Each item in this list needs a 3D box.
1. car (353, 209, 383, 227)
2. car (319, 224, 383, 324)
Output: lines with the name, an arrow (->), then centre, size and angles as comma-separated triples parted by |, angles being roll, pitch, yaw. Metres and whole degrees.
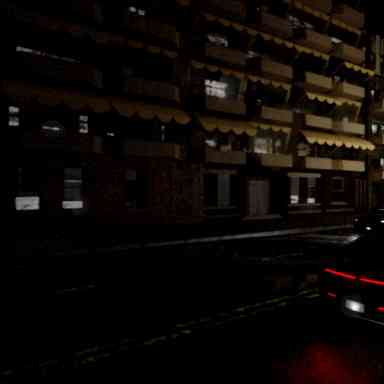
car -> 11.344, 1.646, 19.067 | 4.718, 1.301, 1.895 | 0, 0, -33
car -> 4.532, 1.521, 6.550 | 4.892, 1.490, 1.837 | 0, 0, -34
